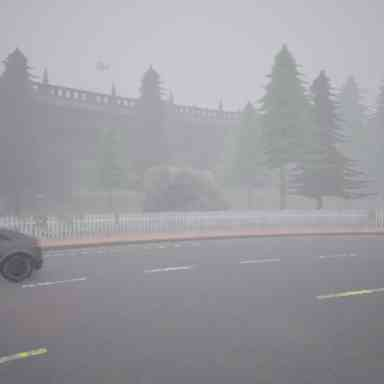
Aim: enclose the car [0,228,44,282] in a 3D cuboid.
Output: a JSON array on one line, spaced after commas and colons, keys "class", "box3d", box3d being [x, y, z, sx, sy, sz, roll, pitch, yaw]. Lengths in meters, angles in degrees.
[{"class": "car", "box3d": [-5.832, 1.465, 7.962, 4.181, 1.385, 1.994, 0, 0, -33]}]
